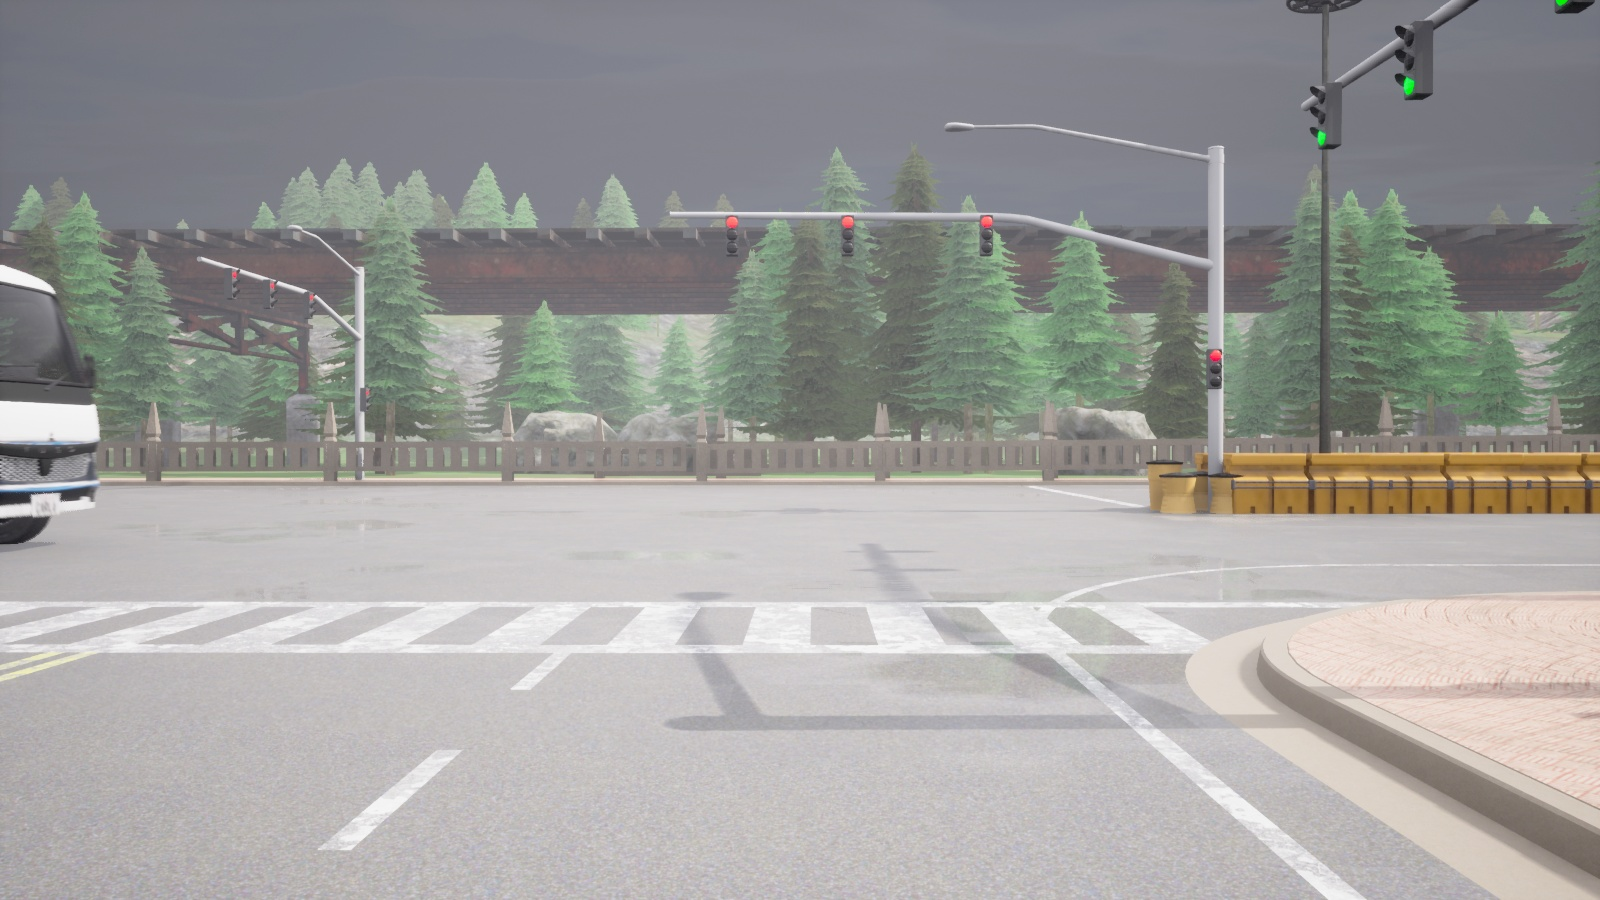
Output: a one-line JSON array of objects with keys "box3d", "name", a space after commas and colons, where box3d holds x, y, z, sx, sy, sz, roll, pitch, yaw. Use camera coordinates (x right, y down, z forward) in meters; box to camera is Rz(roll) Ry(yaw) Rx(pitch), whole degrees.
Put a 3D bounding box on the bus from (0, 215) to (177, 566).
[{"box3d": [-14.671, -0.739, 17.244, 10.273, 4.253, 3.944, 0, 0, 1], "name": "bus"}]
